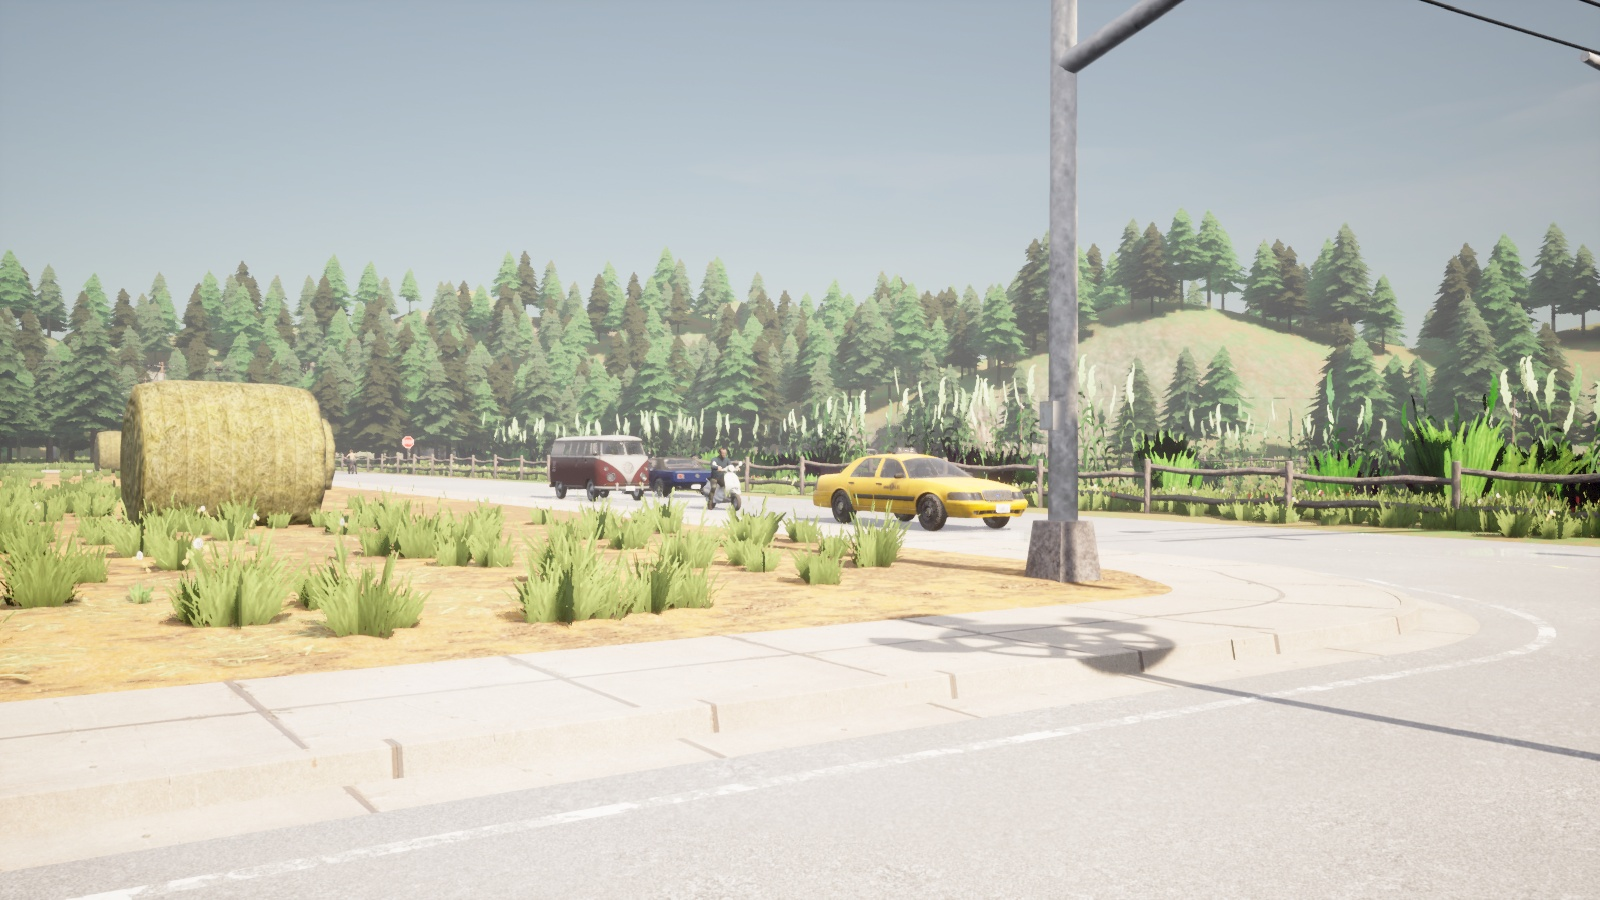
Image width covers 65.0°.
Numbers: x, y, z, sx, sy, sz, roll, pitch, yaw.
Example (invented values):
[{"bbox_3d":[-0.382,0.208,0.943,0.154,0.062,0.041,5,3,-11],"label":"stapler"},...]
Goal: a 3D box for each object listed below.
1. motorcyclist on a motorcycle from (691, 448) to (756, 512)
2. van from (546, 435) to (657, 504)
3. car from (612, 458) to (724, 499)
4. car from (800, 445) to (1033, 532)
[{"bbox_3d":[-1.965,0.746,32.029,0.866,1.590,1.817,0,0,-32],"label":"motorcyclist on a motorcycle"},{"bbox_3d":[-6.201,0.571,38.757,1.775,1.987,4.442,0,0,-32],"label":"van"},{"bbox_3d":[-4.560,0.925,42.719,1.895,1.301,4.718,0,0,-32],"label":"car"},{"bbox_3d":[2.192,0.706,25.414,1.801,1.575,5.366,0,0,-32],"label":"car"}]
